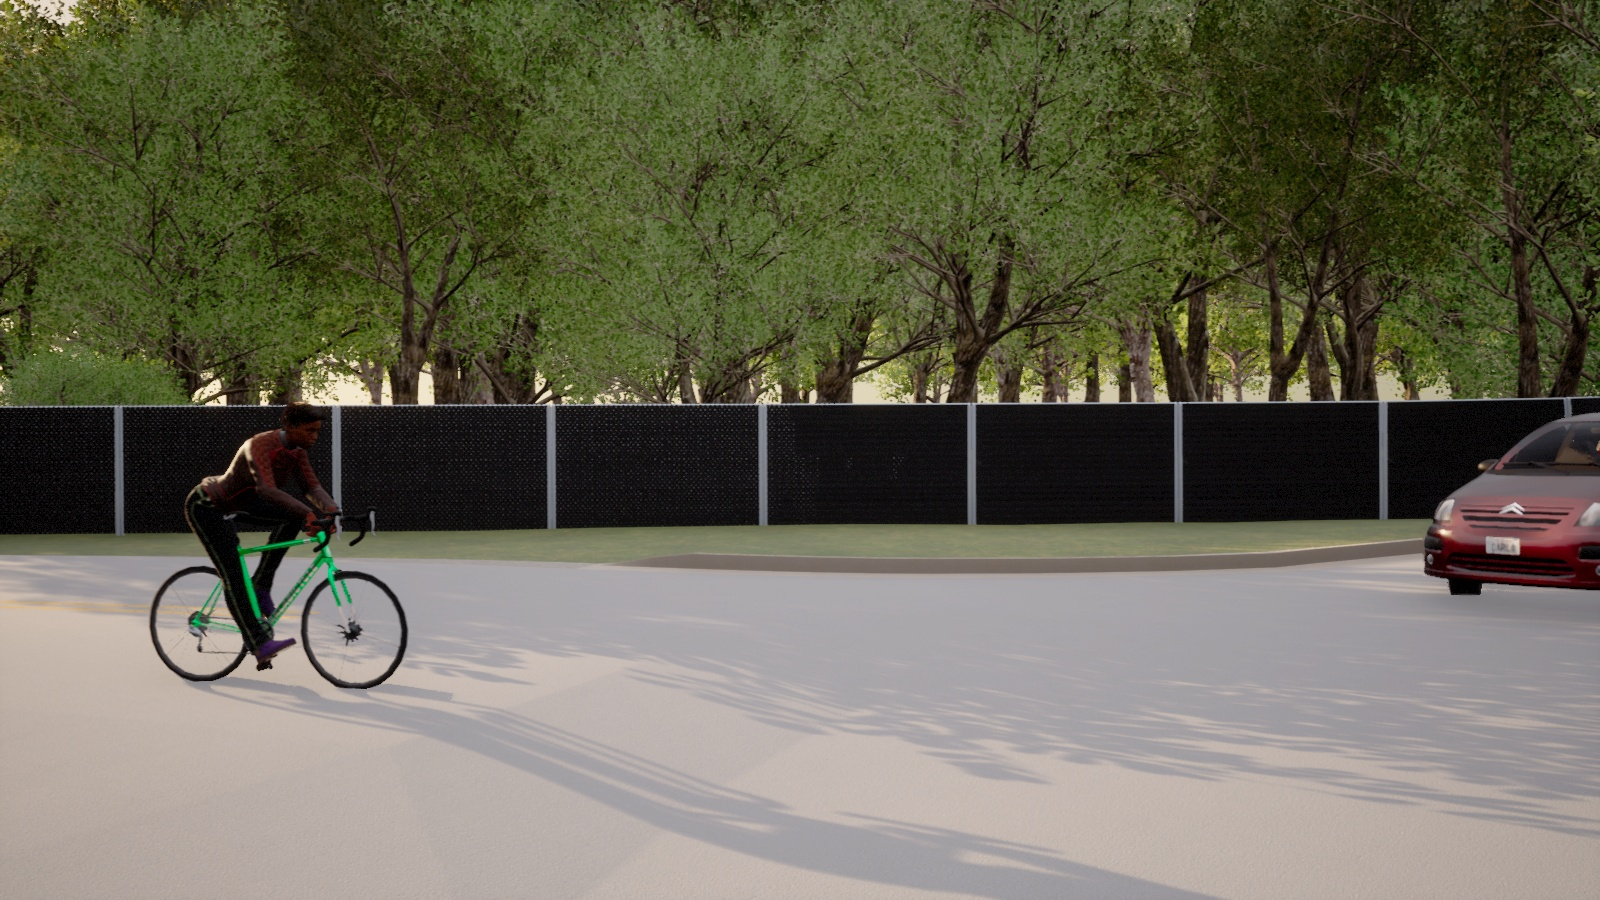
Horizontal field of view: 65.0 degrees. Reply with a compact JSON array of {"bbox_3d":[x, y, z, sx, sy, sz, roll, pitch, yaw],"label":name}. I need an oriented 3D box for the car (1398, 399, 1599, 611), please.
[{"bbox_3d":[7.516,0.359,11.525,3.988,1.617,1.851,-4,1,-34],"label":"car"}]

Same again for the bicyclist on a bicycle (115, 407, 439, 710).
[{"bbox_3d":[-2.964,0.573,7.159,1.656,1.620,0.582,0,1,11],"label":"bicyclist on a bicycle"}]
